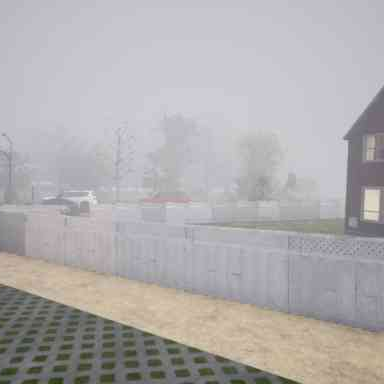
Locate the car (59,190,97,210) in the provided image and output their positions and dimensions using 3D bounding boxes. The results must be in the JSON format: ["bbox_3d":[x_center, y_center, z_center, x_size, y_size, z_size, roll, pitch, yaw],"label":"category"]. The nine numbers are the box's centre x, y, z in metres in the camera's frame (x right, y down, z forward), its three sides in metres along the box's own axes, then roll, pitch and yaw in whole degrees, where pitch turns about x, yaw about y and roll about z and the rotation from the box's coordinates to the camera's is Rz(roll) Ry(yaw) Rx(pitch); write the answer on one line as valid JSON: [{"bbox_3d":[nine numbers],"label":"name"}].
[{"bbox_3d":[-12.987,0.866,35.282,5.566,2.045,2.150,0,2,-19],"label":"car"}]

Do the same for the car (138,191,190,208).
[{"bbox_3d":[-2.932,0.909,35.221,5.566,2.045,2.150,0,2,-19],"label":"car"}]

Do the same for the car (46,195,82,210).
[{"bbox_3d":[-13.283,1.289,31.777,4.674,1.442,1.812,0,2,-17],"label":"car"}]

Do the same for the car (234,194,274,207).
[{"bbox_3d":[7.854,1.025,42.249,4.674,1.442,1.812,0,2,-18],"label":"car"}]

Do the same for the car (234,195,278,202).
[{"bbox_3d":[7.480,1.163,38.707,5.357,1.411,2.033,0,2,-18],"label":"car"}]

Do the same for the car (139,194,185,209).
[{"bbox_3d":[-3.491,1.050,38.467,5.008,1.535,1.882,0,2,-19],"label":"car"}]

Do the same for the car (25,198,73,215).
[{"bbox_3d":[-12.879,1.486,28.271,4.718,1.301,1.895,0,2,-18],"label":"car"}]
